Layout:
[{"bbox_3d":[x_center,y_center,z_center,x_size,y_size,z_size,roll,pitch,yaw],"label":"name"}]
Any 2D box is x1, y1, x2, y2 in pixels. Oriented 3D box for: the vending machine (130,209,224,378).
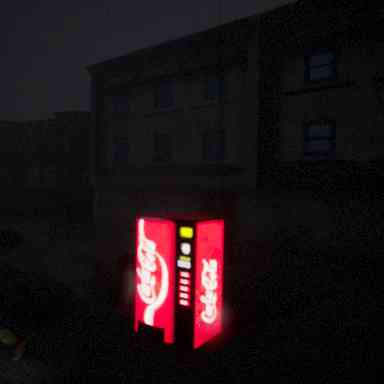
[{"bbox_3d":[-0.194,1.344,4.991,0.880,2.100,1.100,2,1,36],"label":"vending machine"}]
